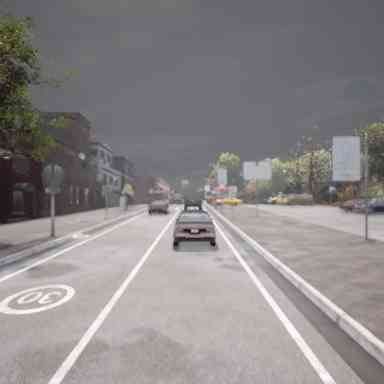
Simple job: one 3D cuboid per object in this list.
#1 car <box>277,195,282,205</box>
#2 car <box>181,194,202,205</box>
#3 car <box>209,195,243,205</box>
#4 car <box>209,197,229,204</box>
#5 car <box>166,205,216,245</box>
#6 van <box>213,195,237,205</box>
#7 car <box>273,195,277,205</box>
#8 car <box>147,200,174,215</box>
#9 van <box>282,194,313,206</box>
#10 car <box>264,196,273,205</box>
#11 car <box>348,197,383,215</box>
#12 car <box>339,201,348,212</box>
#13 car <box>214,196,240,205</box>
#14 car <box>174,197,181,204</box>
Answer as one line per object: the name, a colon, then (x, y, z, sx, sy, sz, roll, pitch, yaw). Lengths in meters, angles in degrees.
car: (18.727, 1.658, 60.269, 5.366, 1.575, 1.946, 0, -1, 0)
car: (0.107, 1.225, 41.582, 2.150, 2.045, 5.566, 0, -1, 0)
car: (6.106, 1.616, 58.025, 5.366, 1.575, 1.946, 0, -1, 0)
car: (6.147, 1.943, 76.122, 4.553, 1.767, 2.185, 0, -2, -1)
car: (0.104, 1.557, 15.446, 2.033, 1.411, 5.357, 0, 0, 0)
van: (6.361, 1.510, 63.985, 4.442, 1.987, 1.878, 0, -1, 0)
car: (18.707, 1.711, 62.929, 5.366, 1.575, 1.946, 0, -1, 0)
car: (-3.339, 1.563, 34.086, 2.033, 1.411, 5.357, 0, 0, 0)
van: (18.447, 1.387, 57.477, 4.442, 1.987, 1.878, 0, -1, 0)
car: (18.449, 1.597, 68.649, 5.566, 2.045, 2.435, 0, -2, -1)
car: (18.765, 1.336, 33.510, 4.553, 1.767, 2.185, 0, 0, 0)
car: (18.695, 1.504, 36.680, 4.674, 1.452, 2.002, 0, 0, 0)
car: (6.300, 1.545, 60.946, 4.553, 1.767, 2.185, 0, -1, 0)
car: (-3.322, 1.974, 76.378, 1.882, 1.535, 5.008, 0, -2, 0)
